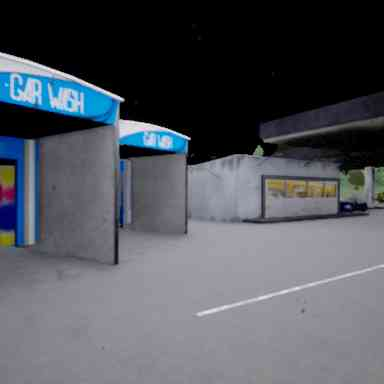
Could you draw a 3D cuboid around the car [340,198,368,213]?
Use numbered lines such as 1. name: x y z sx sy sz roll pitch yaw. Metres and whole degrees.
1. car: 18.028 1.516 37.862 4.611 1.667 2.242 0 0 -36
